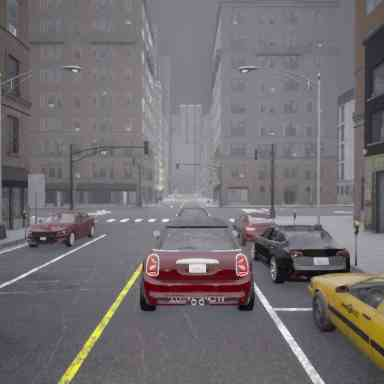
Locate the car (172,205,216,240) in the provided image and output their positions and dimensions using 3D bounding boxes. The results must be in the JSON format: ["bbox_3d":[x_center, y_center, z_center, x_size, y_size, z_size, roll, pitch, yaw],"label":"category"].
[{"bbox_3d":[0.064,1.542,18.159,2.033,1.411,5.357,0,0,0],"label":"car"}]

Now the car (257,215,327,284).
[{"bbox_3d":[2.849,1.563,9.416,1.947,1.339,4.313,-1,0,0],"label":"car"}]

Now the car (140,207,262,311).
[{"bbox_3d":[0.086,1.350,7.920,2.097,1.767,4.553,0,0,0],"label":"car"}]

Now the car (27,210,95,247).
[{"bbox_3d":[-5.707,1.540,14.983,1.887,1.381,4.507,-1,0,0],"label":"car"}]

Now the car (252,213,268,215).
[{"bbox_3d":[2.839,1.577,15.002,1.802,1.307,4.206,-1,0,0],"label":"car"}]

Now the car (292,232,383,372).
[{"bbox_3d":[2.859,1.524,4.000,1.752,1.417,4.829,-1,0,0],"label":"car"}]
